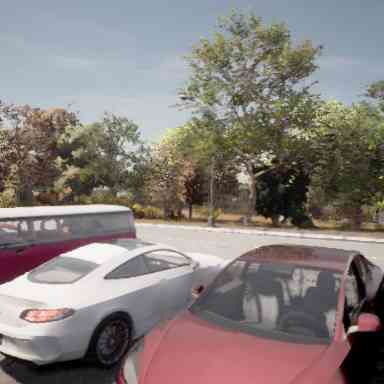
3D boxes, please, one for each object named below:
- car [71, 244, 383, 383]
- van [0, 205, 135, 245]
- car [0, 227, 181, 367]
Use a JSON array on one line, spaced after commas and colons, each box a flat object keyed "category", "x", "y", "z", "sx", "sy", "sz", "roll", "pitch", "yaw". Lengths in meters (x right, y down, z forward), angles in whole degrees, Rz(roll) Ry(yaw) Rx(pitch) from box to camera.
[{"category": "car", "x": 1.246, "y": 1.521, "z": 4.220, "sx": 2.163, "sy": 1.488, "sz": 4.792, "roll": -1, "pitch": 0, "yaw": 35}, {"category": "van", "x": -3.329, "y": 1.314, "z": 7.370, "sx": 1.878, "sy": 1.987, "sz": 4.442, "roll": -1, "pitch": 0, "yaw": 35}, {"category": "car", "x": -1.000, "y": 1.556, "z": 5.852, "sx": 2.002, "sy": 1.452, "sz": 4.674, "roll": -1, "pitch": 0, "yaw": 35}]
